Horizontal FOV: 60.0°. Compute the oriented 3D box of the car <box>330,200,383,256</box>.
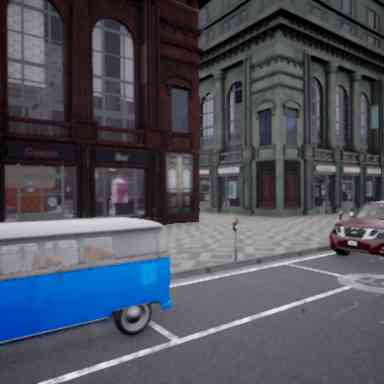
[{"bbox_3d":[6.937,1.226,11.598,5.009,1.841,2.192,-1,0,-35],"label":"car"}]

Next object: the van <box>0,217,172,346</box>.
[{"bbox_3d":[-2.241,1.334,5.053,3.998,1.788,1.690,-1,0,-35],"label":"van"}]
